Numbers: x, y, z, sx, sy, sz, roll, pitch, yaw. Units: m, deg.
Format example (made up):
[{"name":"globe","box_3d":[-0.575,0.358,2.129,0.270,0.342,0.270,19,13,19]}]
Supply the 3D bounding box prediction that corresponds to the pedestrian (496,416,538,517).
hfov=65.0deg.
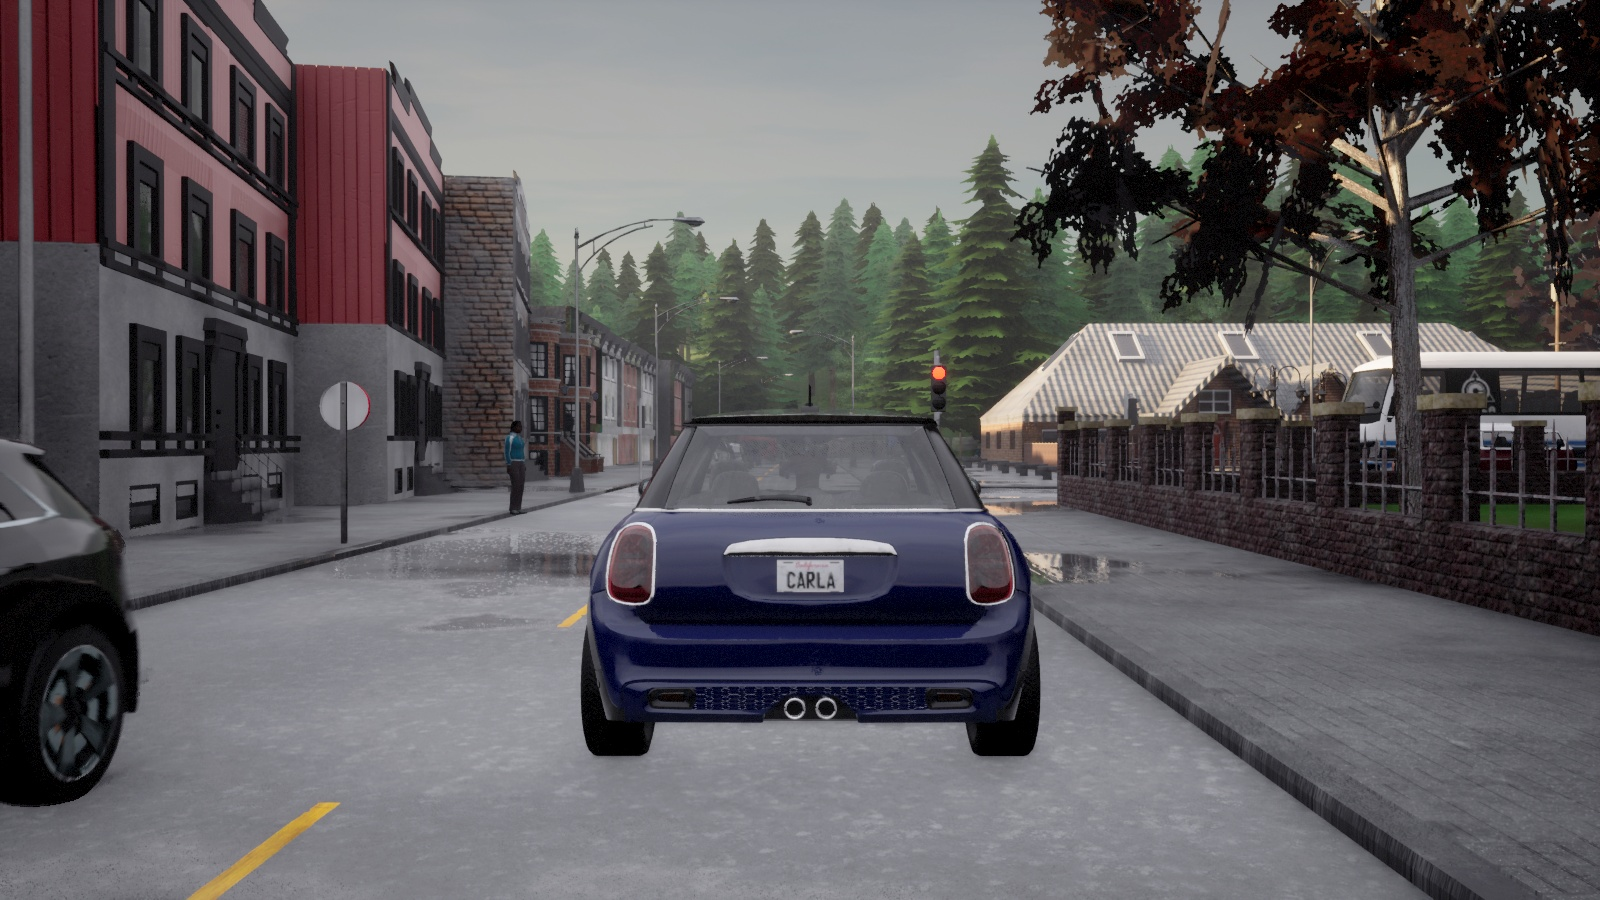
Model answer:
[{"name":"pedestrian","box_3d":[-5.528,0.317,24.528,0.692,1.930,0.396,0,0,27]}]

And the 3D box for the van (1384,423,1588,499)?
[{"name":"van","box_3d":[18.721,0.291,34.419,4.480,2.038,2.069,0,0,-1]}]

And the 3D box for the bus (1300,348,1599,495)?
[{"name":"bus","box_3d":[21.245,-0.830,38.441,10.273,4.253,3.944,0,0,0]}]

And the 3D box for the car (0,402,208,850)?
[{"name":"car","box_3d":[-3.964,0.652,3.796,2.033,1.649,4.856,0,0,0]}]

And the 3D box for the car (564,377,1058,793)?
[{"name":"car","box_3d":[0.057,0.562,7.614,2.097,1.767,4.553,0,0,0]}]
